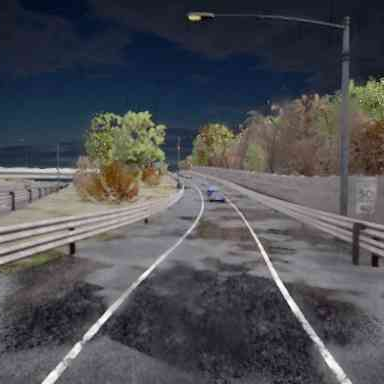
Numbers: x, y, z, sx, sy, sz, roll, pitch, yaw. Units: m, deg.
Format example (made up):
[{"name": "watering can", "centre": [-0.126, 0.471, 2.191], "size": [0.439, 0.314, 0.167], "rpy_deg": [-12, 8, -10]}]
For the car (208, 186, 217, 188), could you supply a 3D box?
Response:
[{"name": "car", "centre": [3.280, -0.158, 53.008], "size": [1.882, 1.535, 5.008], "rpy_deg": [0, 5, -1]}]

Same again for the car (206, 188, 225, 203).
[{"name": "car", "centre": [3.173, 0.621, 43.086], "size": [1.994, 1.385, 4.181], "rpy_deg": [1, 3, 1]}]
